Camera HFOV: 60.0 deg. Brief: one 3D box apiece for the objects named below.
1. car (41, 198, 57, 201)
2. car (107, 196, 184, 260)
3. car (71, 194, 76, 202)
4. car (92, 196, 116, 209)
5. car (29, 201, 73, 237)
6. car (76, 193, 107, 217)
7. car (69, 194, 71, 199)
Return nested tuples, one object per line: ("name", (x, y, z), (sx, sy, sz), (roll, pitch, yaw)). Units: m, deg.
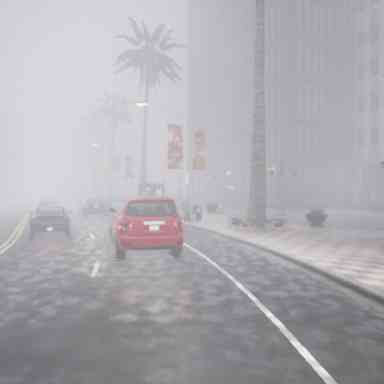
("car", (-15.491, 1.341, 36.007), (1.882, 1.535, 5.008), (0, 0, -24))
("car", (-1.887, 1.171, 12.607), (2.150, 2.045, 5.566), (0, 0, -16))
("car", (-23.386, 1.088, 69.412), (2.185, 1.767, 4.553), (0, 0, -24))
("car", (-11.347, 1.316, 42.618), (2.231, 1.521, 4.892), (0, 0, -24))
("car", (-7.426, 1.438, 17.564), (1.837, 1.490, 4.892), (0, 0, -22))
("car", (-8.837, 1.237, 29.668), (2.097, 1.767, 4.553), (0, 0, -24))
("car", (-32.099, 1.171, 89.539), (2.161, 1.482, 4.786), (0, 0, -24))
